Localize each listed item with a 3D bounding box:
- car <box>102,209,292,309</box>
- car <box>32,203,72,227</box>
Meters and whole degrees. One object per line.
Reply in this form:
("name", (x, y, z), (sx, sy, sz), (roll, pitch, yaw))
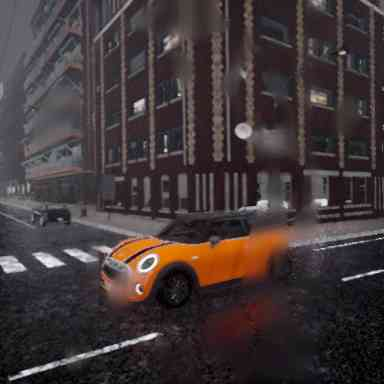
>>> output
("car", (0.251, 1.281, 7.851), (4.553, 1.767, 2.097), (-1, 1, -36))
("car", (-8.981, 1.356, 21.178), (2.008, 1.369, 4.403), (0, 0, -36))
